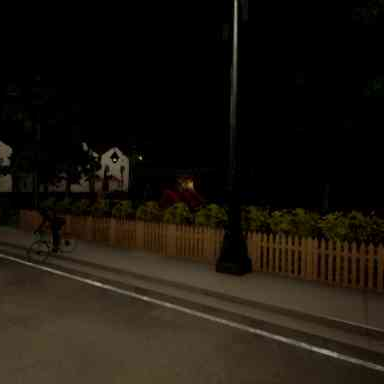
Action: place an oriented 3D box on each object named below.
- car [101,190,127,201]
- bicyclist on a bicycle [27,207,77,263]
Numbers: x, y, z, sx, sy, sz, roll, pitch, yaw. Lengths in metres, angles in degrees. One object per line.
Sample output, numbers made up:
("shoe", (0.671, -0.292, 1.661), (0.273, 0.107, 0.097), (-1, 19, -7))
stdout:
("car", (-14.875, 0.661, 64.323), (2.150, 2.045, 5.566), (1, 0, 38))
("bicyclist on a bicycle", (-4.328, 1.257, 10.249), (0.582, 1.620, 1.656), (1, 10, 38))
